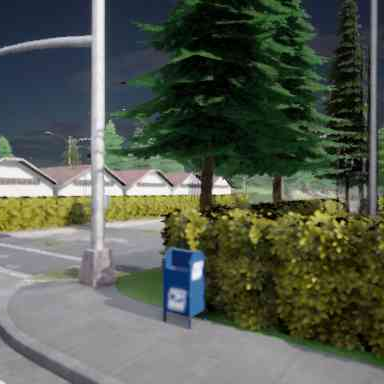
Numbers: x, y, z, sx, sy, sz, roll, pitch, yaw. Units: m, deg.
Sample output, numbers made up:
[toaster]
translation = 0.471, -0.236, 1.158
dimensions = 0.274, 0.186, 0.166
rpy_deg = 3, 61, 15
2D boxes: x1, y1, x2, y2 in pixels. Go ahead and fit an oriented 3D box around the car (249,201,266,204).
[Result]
[car]
translation = 7.002, 1.677, 35.734
dimensions = 2.033, 1.411, 5.357
rpy_deg = 0, 0, 36
